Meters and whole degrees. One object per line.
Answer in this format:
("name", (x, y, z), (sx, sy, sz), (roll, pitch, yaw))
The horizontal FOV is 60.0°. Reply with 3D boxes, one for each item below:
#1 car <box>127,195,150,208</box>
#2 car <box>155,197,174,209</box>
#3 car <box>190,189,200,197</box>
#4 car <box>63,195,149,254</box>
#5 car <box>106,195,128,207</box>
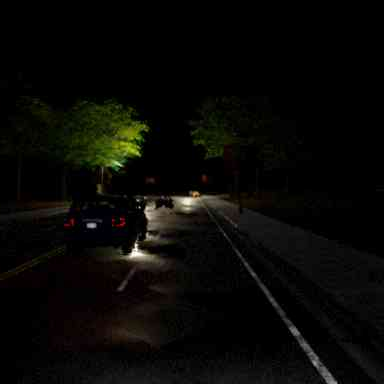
("car", (-6.572, 1.190, 41.443), (2.033, 1.411, 5.357), (0, 1, 0))
("car", (-3.134, 1.265, 39.065), (1.895, 1.301, 4.718), (0, 1, 0))
("car", (1.176, 0.655, 90.753), (1.801, 1.575, 5.366), (0, 0, 0))
("car", (-3.145, 1.119, 13.103), (2.150, 2.045, 5.566), (0, 0, 0))
("car", (-9.816, 1.148, 43.614), (1.812, 1.442, 4.674), (0, 1, 0))
